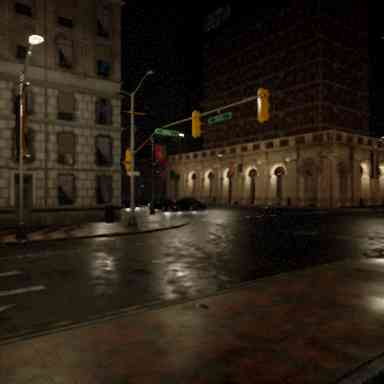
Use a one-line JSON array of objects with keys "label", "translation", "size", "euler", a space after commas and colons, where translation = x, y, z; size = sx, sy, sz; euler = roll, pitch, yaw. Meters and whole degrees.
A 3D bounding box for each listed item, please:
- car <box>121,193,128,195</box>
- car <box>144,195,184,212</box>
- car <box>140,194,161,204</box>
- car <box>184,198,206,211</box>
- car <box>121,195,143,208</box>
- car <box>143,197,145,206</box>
[{"label": "car", "translation": [-12.127, 1.187, 57.454], "size": [2.150, 2.045, 5.566], "euler": [0, 0, -35]}, {"label": "car", "translation": [-3.314, 1.475, 38.912], "size": [1.837, 1.490, 4.892], "euler": [0, 0, -36]}, {"label": "car", "translation": [-7.996, 1.307, 63.798], "size": [2.097, 1.767, 4.553], "euler": [0, 0, -35]}, {"label": "car", "translation": [-0.270, 1.443, 40.678], "size": [1.882, 1.535, 5.008], "euler": [0, 0, -36]}, {"label": "car", "translation": [-9.126, 1.535, 47.038], "size": [1.994, 1.385, 4.181], "euler": [0, 0, -35]}, {"label": "car", "translation": [-6.188, 1.443, 48.949], "size": [1.882, 1.535, 5.008], "euler": [0, 0, -35]}]
